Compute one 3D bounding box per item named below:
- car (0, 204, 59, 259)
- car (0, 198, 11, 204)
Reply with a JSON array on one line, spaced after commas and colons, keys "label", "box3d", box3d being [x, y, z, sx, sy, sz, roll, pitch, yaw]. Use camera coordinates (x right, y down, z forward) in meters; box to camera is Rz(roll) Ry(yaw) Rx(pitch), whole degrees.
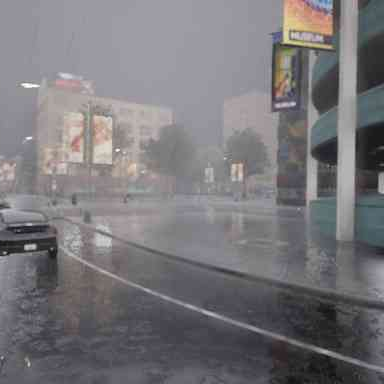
[{"label": "car", "box3d": [-5.928, 1.325, 11.261, 1.837, 1.490, 4.892, 0, -1, -36]}, {"label": "car", "box3d": [-13.407, 1.129, 22.484, 1.837, 1.490, 4.892, 1, 0, -33]}]
